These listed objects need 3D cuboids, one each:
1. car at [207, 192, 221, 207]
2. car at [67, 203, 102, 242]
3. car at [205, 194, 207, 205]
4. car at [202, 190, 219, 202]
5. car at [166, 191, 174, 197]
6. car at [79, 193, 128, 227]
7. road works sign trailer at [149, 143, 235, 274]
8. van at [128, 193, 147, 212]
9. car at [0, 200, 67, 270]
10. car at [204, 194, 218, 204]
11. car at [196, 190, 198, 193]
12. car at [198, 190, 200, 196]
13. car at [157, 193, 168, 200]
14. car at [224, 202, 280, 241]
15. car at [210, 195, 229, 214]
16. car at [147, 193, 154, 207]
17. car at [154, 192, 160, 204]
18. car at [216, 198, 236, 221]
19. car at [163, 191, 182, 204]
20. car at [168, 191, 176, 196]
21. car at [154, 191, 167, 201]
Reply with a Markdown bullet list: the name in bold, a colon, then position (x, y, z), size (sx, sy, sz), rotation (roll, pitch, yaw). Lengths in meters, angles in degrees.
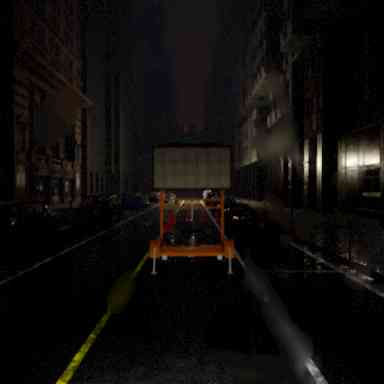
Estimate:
- **car**: position (2.786, 1.052, 32.053), size (1.967, 1.590, 4.097), rotation (0, 1, 0)
- **car**: position (-5.751, 1.394, 15.242), size (1.802, 1.307, 4.206), rotation (0, 1, 0)
- **car**: position (2.789, 1.128, 37.656), size (1.802, 1.307, 4.206), rotation (0, 1, 0)
- **car**: position (2.793, 0.796, 43.255), size (2.192, 1.841, 5.009), rotation (0, 1, 0)
- **car**: position (-5.703, 0.495, 87.889), size (1.752, 1.417, 4.829), rotation (0, 1, 0)
- **car**: position (-5.746, 1.060, 20.841), size (2.192, 1.841, 5.009), rotation (0, 1, 0)
- **road works sign trailer**: position (0.006, 0.339, 10.089), size (2.380, 3.560, 2.880), rotation (0, 1, 0)
- **van**: position (-5.739, 0.953, 32.043), size (1.690, 1.788, 3.998), rotation (0, 1, 0)
- **car**: position (-5.754, 1.195, 9.638), size (2.192, 1.841, 5.009), rotation (0, 1, 0)
- **car**: position (2.796, 0.998, 48.860), size (1.802, 1.307, 4.206), rotation (0, 1, 0)
- **car**: position (2.826, 0.449, 93.673), size (1.887, 1.381, 4.507), rotation (0, 1, 0)
- **car**: position (2.811, 0.740, 71.267), size (1.802, 1.307, 4.206), rotation (0, 1, 0)
- **car**: position (-5.718, 0.804, 65.654), size (1.802, 1.307, 4.206), rotation (0, 1, 0)
- **car**: position (2.774, 1.378, 15.250), size (1.947, 1.339, 4.313), rotation (0, 1, 0)
- **car**: position (2.782, 1.229, 26.452), size (2.008, 1.369, 4.403), rotation (0, 1, 0)
- **car**: position (-5.736, 1.073, 37.477), size (1.752, 1.417, 4.829), rotation (0, 1, 0)
- **car**: position (-5.729, 0.856, 48.849), size (1.967, 1.590, 4.097), rotation (0, 1, 0)
- **car**: position (2.778, 1.311, 20.851), size (1.947, 1.339, 4.313), rotation (0, 1, 0)
- **car**: position (-3.025, 0.969, 48.370), size (2.033, 1.411, 5.357), rotation (0, 1, 1)
- **car**: position (-5.699, 0.449, 93.661), size (1.887, 1.381, 4.507), rotation (0, 1, 0)
- **car**: position (-5.721, 0.727, 60.052), size (1.967, 1.590, 4.097), rotation (0, 1, 0)
